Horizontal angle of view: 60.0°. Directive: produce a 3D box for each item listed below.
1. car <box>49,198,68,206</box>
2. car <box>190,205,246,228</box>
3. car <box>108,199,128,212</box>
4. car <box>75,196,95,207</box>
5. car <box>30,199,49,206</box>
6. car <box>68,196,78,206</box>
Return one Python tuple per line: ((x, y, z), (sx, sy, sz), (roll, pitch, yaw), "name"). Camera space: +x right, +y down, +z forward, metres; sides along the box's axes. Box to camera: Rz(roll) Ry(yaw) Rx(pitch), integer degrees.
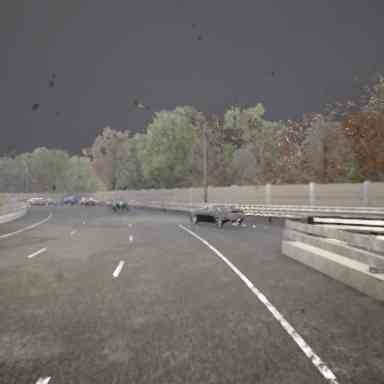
((-28.452, 2.149, 69.397), (2.033, 1.411, 5.357), (0, -1, -41), "car")
((1.730, 1.669, 24.088), (2.128, 1.511, 4.902), (0, 0, -35), "car")
((-10.343, 1.726, 46.388), (2.097, 1.767, 4.553), (-1, -1, -23), "car")
((-20.596, 2.129, 64.863), (1.882, 1.535, 5.008), (0, -1, -36), "car")
((-31.153, 2.161, 67.171), (1.994, 1.385, 4.181), (0, -1, -41), "car")
((-25.396, 1.845, 71.282), (2.150, 2.045, 5.566), (0, -1, -41), "car")
